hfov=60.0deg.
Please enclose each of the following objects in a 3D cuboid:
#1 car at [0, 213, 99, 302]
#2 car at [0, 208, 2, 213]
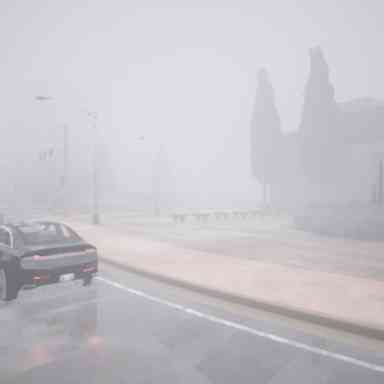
[{"bbox_3d":[-4.121,1.485,8.391,2.128,1.511,4.902,0,0,-43],"label":"car"},{"bbox_3d":[-12.417,1.333,19.537,2.097,1.767,4.553,0,0,-36],"label":"car"}]
